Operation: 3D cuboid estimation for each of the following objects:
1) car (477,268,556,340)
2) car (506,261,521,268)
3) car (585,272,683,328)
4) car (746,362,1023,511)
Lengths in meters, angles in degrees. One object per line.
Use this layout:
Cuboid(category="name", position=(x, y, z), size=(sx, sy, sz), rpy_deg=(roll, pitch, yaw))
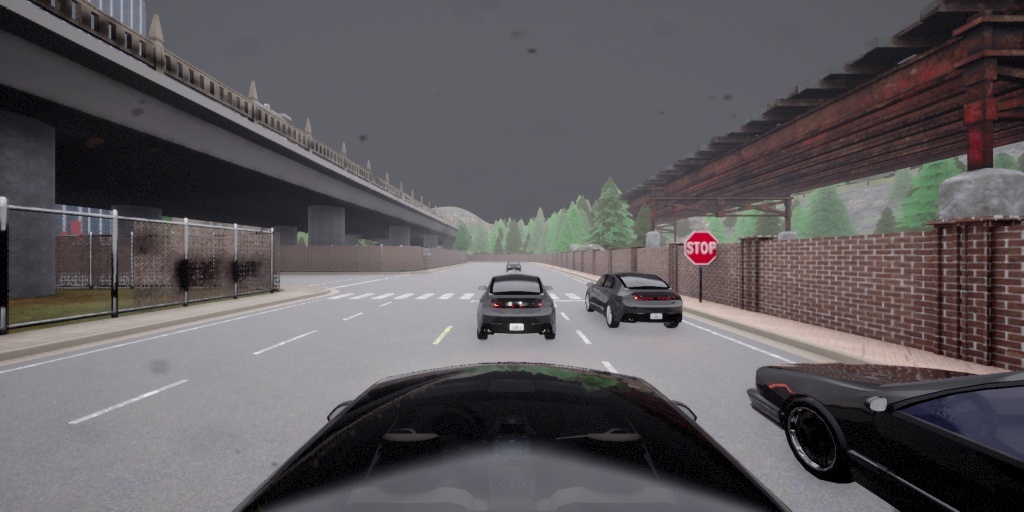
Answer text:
Cuboid(category="car", position=(0.103, 1.255, 9.998), size=(1.837, 1.490, 4.892), rpy_deg=(0, 0, 0))
Cuboid(category="car", position=(0.209, 1.351, 46.282), size=(1.895, 1.301, 4.718), rpy_deg=(0, 0, -1))
Cuboid(category="car", position=(3.606, 1.255, 11.355), size=(1.837, 1.490, 4.892), rpy_deg=(0, 0, 0))
Cuboid(category="car", position=(3.600, 1.297, 1.609), size=(2.033, 1.411, 5.357), rpy_deg=(0, 0, 0))
